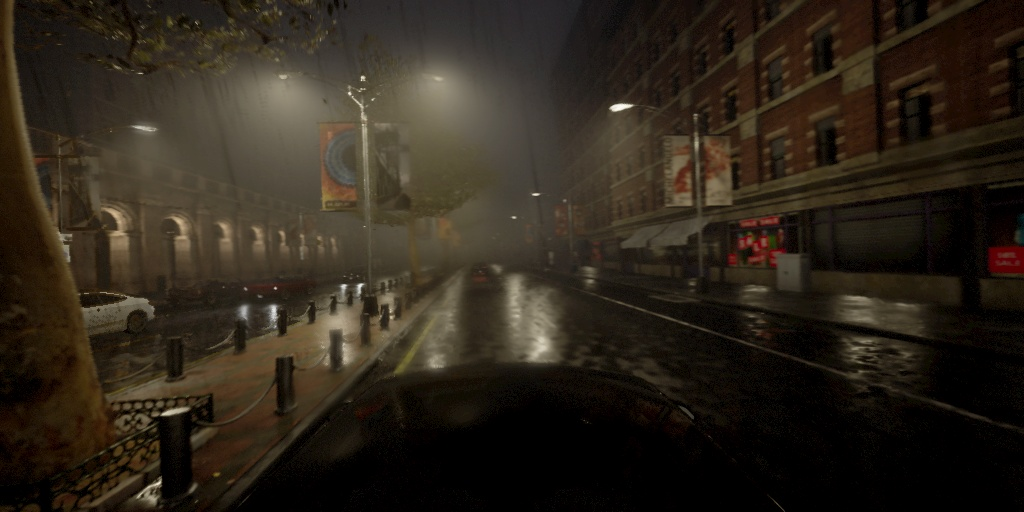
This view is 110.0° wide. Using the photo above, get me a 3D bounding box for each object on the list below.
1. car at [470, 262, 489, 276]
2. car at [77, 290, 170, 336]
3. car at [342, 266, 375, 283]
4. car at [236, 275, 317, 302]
[{"bbox_3d":[-3.568,1.362,39.876,1.837,1.490,4.892,-2,0,-6],"label":"car"},{"bbox_3d":[-12.244,1.694,9.617,1.812,1.442,4.674,-2,0,-6],"label":"car"},{"bbox_3d":[-14.662,1.745,34.494,1.837,1.490,4.892,-2,0,-5],"label":"car"},{"bbox_3d":[-13.348,1.802,20.882,1.895,1.301,4.718,-2,0,-6],"label":"car"}]
